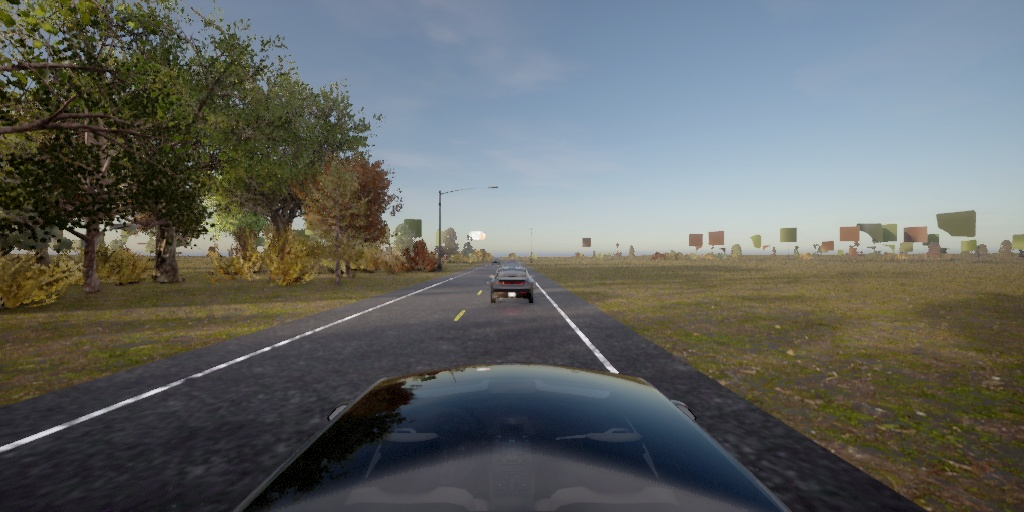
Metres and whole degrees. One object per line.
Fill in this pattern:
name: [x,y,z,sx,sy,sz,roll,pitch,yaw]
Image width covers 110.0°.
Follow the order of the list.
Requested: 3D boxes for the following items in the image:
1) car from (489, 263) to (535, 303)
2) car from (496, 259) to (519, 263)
car: [0.000,1.264,16.500,1.837,1.490,4.892,0,0,0]
car: [0.000,1.242,31.500,2.128,1.511,4.902,0,0,0]
